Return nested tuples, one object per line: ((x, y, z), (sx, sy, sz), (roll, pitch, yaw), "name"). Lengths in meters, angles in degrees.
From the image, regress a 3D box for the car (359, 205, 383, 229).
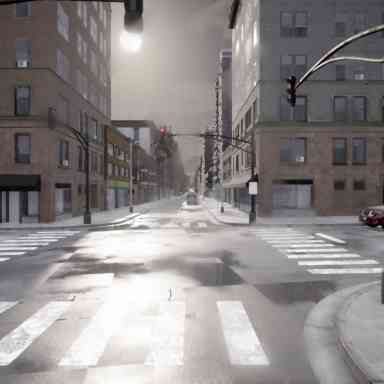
((12.058, 1.123, 18.418), (5.009, 1.841, 2.192), (-1, 1, 0), "car")

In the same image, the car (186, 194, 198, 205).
((0.000, 1.593, 60.066), (2.033, 1.411, 5.357), (0, 0, 0), "car")
